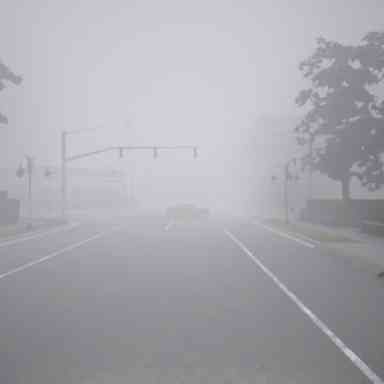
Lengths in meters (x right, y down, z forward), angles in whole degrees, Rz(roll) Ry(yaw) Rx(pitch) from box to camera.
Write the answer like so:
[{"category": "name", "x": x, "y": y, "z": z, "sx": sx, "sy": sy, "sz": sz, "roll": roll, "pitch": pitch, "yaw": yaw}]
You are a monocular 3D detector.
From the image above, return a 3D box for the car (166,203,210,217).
[{"category": "car", "x": -0.461, "y": 2.028, "z": 38.309, "sx": 5.008, "sy": 1.535, "sz": 1.882, "roll": 0, "pitch": -1, "yaw": 0}]

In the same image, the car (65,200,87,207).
[{"category": "car", "x": -24.042, "y": 2.423, "z": 68.945, "sx": 3.806, "sy": 1.475, "sz": 1.970, "roll": 0, "pitch": -1, "yaw": 1}]

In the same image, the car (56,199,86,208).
[{"category": "car", "x": -23.324, "y": 2.182, "z": 63.197, "sx": 4.611, "sy": 1.667, "sz": 2.242, "roll": 0, "pitch": -1, "yaw": 1}]
